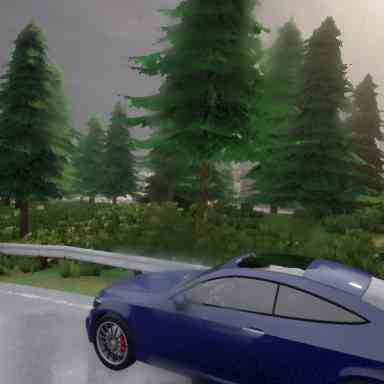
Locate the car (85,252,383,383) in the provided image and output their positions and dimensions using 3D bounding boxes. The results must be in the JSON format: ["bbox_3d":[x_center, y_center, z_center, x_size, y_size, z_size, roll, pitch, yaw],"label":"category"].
[{"bbox_3d":[0.796,1.499,4.072,4.674,1.442,1.812,1,1,31],"label":"car"}]
